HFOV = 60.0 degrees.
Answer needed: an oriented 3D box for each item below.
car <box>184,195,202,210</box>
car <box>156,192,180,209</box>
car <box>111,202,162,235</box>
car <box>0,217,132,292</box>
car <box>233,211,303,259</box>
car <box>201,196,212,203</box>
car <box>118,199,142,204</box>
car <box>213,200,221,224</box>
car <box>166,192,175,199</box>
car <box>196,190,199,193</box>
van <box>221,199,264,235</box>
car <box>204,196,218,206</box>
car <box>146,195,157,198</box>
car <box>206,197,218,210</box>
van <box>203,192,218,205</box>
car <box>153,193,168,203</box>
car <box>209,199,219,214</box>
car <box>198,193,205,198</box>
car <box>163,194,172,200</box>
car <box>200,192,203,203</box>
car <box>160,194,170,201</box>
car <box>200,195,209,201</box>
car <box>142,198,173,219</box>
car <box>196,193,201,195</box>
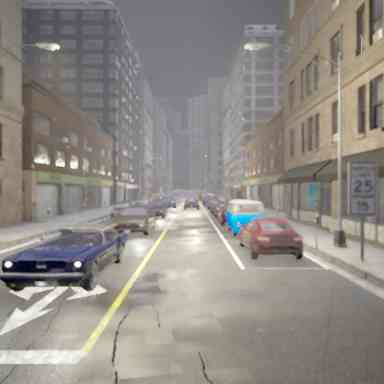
[{"bbox_3d":[-0.045,1.427,40.548,1.812,1.442,4.674,0,0,0],"label":"car"},{"bbox_3d":[-3.066,1.240,42.816,2.097,1.767,4.553,0,0,0],"label":"car"},{"bbox_3d":[-3.108,1.520,18.795,2.033,1.411,5.357,0,0,0],"label":"car"},{"bbox_3d":[-3.099,1.588,9.063,1.895,1.301,4.718,0,0,0],"label":"car"},{"bbox_3d":[2.749,1.562,12.135,1.802,1.307,4.206,0,0,0],"label":"car"},{"bbox_3d":[2.694,1.360,62.107,1.802,1.307,4.206,0,0,0],"label":"car"},{"bbox_3d":[-5.796,1.536,28.788,1.802,1.307,4.206,0,0,0],"label":"car"},{"bbox_3d":[2.736,1.508,23.238,1.887,1.381,4.507,0,0,0],"label":"car"},{"bbox_3d":[-5.860,0.900,89.865,2.192,1.841,5.009,0,0,0],"label":"car"},{"bbox_3d":[2.671,0.943,84.316,2.192,1.841,5.009,0,0,0],"label":"car"},{"bbox_3d":[2.742,1.313,17.687,1.690,1.788,3.998,0,0,0],"label":"van"},{"bbox_3d":[2.720,1.486,39.901,1.802,1.307,4.206,0,0,0],"label":"car"},{"bbox_3d":[-5.805,1.458,39.894,2.008,1.369,4.403,0,0,0],"label":"car"},{"bbox_3d":[2.726,1.513,34.344,1.802,1.307,4.206,0,0,0],"label":"car"},{"bbox_3d":[2.714,1.213,45.451,1.690,1.788,3.998,0,0,0],"label":"van"},{"bbox_3d":[-5.831,1.096,62.102,2.192,1.841,5.009,0,0,0],"label":"car"},{"bbox_3d":[2.731,1.533,28.794,1.802,1.307,4.206,0,0,0],"label":"car"},{"bbox_3d":[2.658,1.056,95.592,1.752,1.417,4.829,0,1,0],"label":"car"},{"bbox_3d":[-5.849,1.254,78.761,1.802,1.307,4.206,0,0,0],"label":"car"},{"bbox_3d":[2.707,1.156,51.002,2.192,1.841,5.009,0,0,0],"label":"car"},{"bbox_3d":[-5.843,1.257,73.210,1.887,1.381,4.507,0,0,0],"label":"car"},{"bbox_3d":[2.682,1.276,73.213,1.947,1.339,4.313,0,0,0],"label":"car"},{"bbox_3d":[-3.117,1.499,29.333,2.033,1.411,5.357,0,0,0],"label":"car"},{"bbox_3d":[-0.057,1.322,50.550,1.882,1.535,5.008,0,0,0],"label":"car"}]
